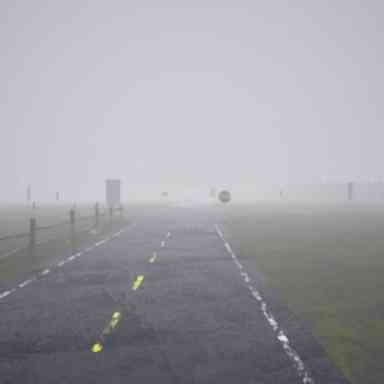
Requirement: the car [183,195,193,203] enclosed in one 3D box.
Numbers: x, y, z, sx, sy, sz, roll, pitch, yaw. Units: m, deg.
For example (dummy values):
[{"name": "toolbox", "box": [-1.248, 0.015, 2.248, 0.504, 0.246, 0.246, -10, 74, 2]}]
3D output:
[{"name": "car", "box": [-0.777, 1.447, 66.518, 2.128, 1.511, 4.902, 0, 0, 3]}]
